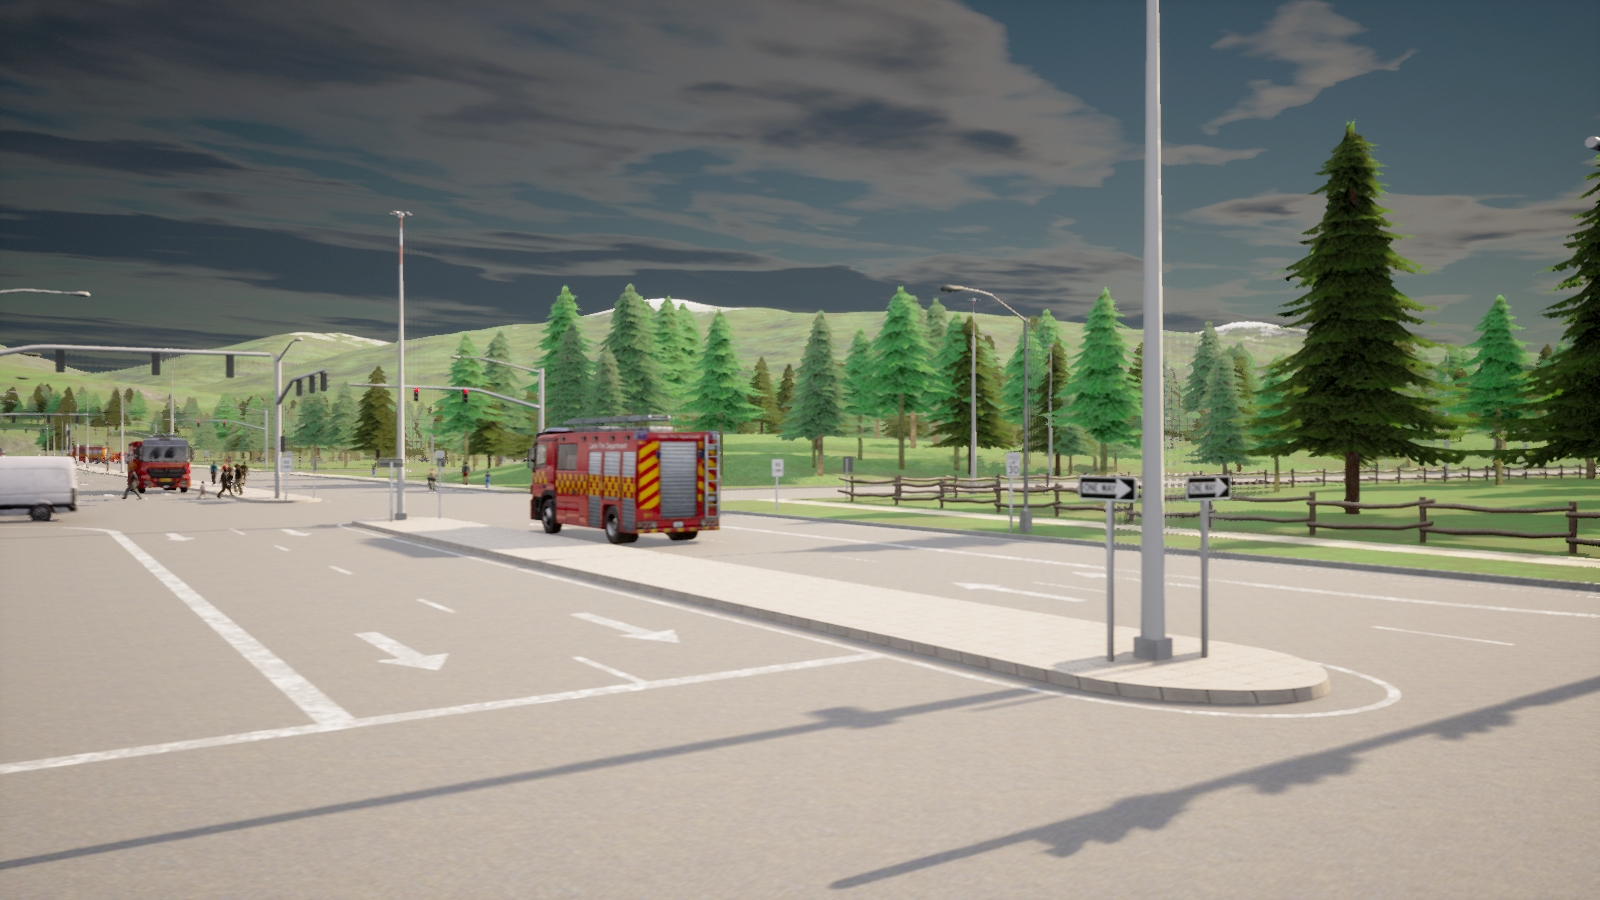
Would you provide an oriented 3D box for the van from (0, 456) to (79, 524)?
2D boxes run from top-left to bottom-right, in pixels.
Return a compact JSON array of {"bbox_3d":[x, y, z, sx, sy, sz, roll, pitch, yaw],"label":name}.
[{"bbox_3d":[-31.285,1.534,43.976,5.915,2.561,1.988,0,0,-35],"label":"van"}]

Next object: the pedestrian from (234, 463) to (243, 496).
[{"bbox_3d":[-32.089,1.692,65.258,0.375,1.860,0.375,0,0,44],"label":"pedestrian"}]

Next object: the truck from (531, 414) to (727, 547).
[{"bbox_3d":[-5.792,0.885,37.174,2.891,3.827,8.468,0,0,-34],"label":"truck"}]

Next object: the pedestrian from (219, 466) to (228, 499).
[{"bbox_3d":[-32.961,1.855,65.321,0.375,1.860,0.375,0,0,-41],"label":"pedestrian"}]

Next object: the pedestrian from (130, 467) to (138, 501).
[{"bbox_3d":[-36.884,1.861,63.281,0.375,1.860,0.375,0,0,-34],"label":"pedestrian"}]

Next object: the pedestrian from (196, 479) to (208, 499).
[{"bbox_3d":[-33.806,2.225,64.581,0.500,1.100,0.500,0,0,-40],"label":"pedestrian"}]
